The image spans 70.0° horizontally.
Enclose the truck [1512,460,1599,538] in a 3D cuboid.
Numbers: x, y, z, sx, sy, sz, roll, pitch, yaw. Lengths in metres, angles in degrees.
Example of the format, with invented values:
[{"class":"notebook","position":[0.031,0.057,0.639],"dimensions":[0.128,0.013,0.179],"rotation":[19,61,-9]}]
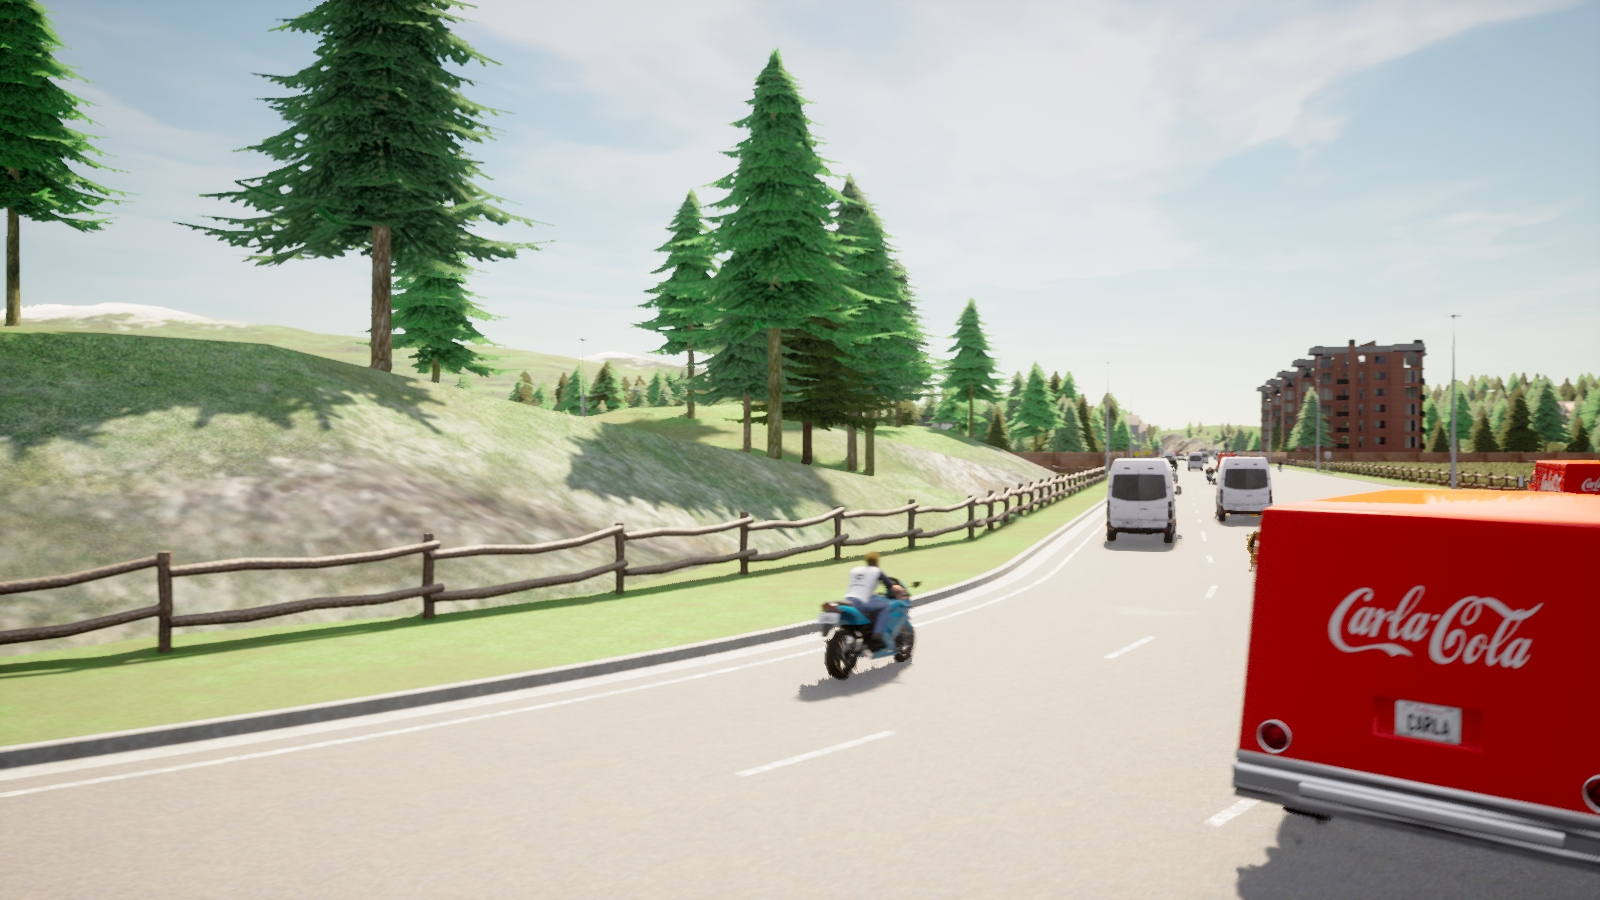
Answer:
[{"class":"truck","position":[26.787,1.604,39.401],"dimensions":[2.627,2.467,5.204],"rotation":[0,0,18]}]

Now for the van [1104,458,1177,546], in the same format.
[{"class":"van","position":[11.118,1.560,37.023],"dimensions":[1.988,2.561,5.915],"rotation":[0,0,19]}]

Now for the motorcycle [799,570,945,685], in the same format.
[{"class":"motorcycle","position":[0.947,2.194,14.457],"dimensions":[0.803,1.199,2.033],"rotation":[-5,-3,37]}]

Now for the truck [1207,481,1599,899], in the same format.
[{"class":"truck","position":[5.520,1.576,8.985],"dimensions":[2.627,2.467,5.204],"rotation":[1,1,41]}]

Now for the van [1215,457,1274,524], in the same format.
[{"class":"van","position":[18.247,1.568,47.125],"dimensions":[1.988,2.561,5.915],"rotation":[0,0,19]}]

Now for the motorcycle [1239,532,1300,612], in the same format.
[{"class":"motorcycle","position":[8.724,2.221,21.186],"dimensions":[0.867,1.251,2.209],"rotation":[-2,-1,26]}]
